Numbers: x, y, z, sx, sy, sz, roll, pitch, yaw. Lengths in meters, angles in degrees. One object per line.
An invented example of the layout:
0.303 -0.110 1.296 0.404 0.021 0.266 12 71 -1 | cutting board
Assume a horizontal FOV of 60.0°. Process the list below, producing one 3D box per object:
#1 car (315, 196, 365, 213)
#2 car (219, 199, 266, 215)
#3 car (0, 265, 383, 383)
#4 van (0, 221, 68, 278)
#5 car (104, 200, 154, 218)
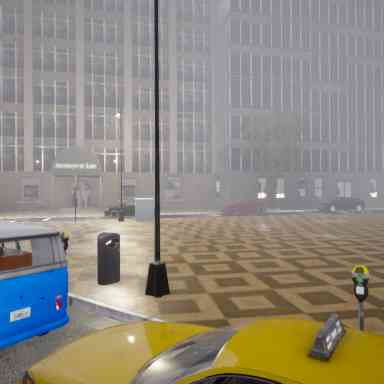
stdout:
14.412 1.191 32.367 4.892 1.490 1.837 0 0 -14 | car
4.553 1.320 29.924 4.181 1.385 1.994 0 0 -14 | car
0.649 1.526 2.263 4.829 1.417 1.752 0 0 35 | car
-3.722 1.343 5.372 3.998 1.788 1.690 0 0 35 | van
-5.161 1.396 27.499 4.181 1.385 1.994 0 0 -14 | car
